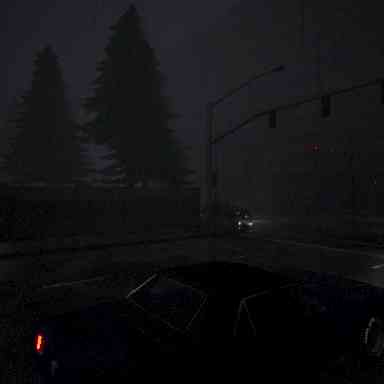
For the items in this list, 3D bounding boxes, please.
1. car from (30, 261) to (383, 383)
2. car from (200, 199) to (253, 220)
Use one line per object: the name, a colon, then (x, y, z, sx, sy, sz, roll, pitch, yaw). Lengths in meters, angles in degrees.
car: (0.663, 1.601, 4.255, 4.718, 1.301, 1.895, 0, 0, -35)
car: (2.887, 1.602, 29.275, 2.033, 1.411, 5.357, 0, 0, -35)
